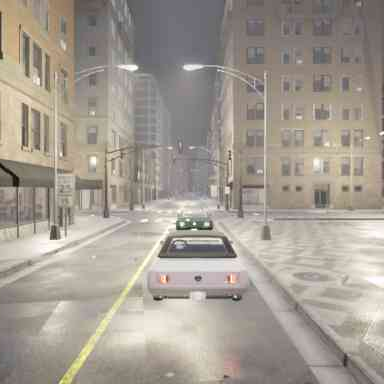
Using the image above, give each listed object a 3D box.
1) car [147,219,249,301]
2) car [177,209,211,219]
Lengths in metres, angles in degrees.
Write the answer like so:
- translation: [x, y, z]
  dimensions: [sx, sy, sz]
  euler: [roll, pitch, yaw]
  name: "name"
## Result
- translation: [0.111, 1.601, 8.280]
  dimensions: [1.895, 1.301, 4.718]
  euler: [0, 0, 0]
  name: "car"
- translation: [0.125, 1.600, 18.515]
  dimensions: [1.895, 1.301, 4.718]
  euler: [0, 0, 0]
  name: "car"
